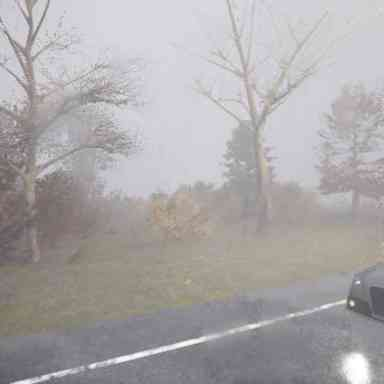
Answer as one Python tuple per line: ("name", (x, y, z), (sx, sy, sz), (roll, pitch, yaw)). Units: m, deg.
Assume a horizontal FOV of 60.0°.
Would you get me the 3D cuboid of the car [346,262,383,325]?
("car", (4.792, 1.585, 6.102), (4.181, 1.385, 1.994), (0, 0, -31))
